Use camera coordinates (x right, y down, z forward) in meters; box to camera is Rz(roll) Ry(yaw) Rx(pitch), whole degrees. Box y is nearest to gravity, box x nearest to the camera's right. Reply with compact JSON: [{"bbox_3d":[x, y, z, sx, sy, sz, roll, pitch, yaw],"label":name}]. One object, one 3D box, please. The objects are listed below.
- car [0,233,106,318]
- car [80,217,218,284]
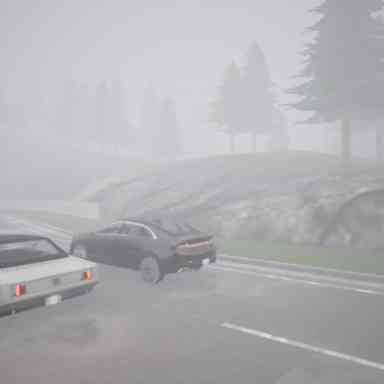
[{"bbox_3d":[-4.163,1.588,7.159,4.718,1.301,1.895,0,0,38],"label":"car"},{"bbox_3d":[-1.572,1.480,9.588,4.902,1.511,2.128,0,0,38],"label":"car"}]
